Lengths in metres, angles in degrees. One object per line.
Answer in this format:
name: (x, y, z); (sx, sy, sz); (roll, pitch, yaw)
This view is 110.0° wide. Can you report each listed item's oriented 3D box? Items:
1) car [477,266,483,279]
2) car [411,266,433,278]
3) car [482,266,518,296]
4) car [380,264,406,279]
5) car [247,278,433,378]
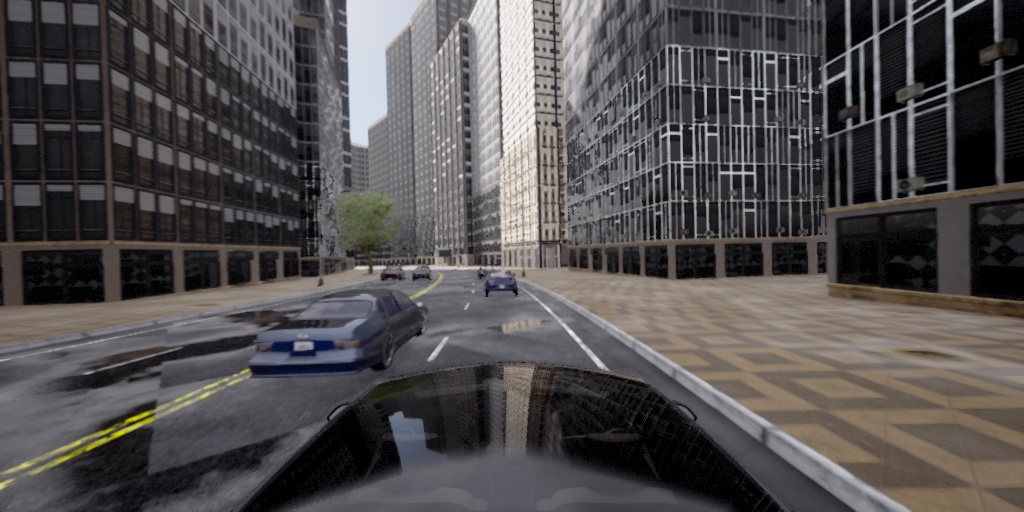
car: (-2.814, 1.747, 39.130); (1.895, 1.301, 4.718); (-2, 0, -9)
car: (-9.290, 1.815, 37.441); (1.837, 1.490, 4.892); (-1, -1, -9)
car: (-0.692, 1.461, 21.077); (1.812, 1.442, 4.674); (-1, 0, -4)
car: (-12.797, 1.770, 38.748); (2.097, 1.767, 4.553); (-2, 0, -9)
car: (-3.215, 1.433, 7.939); (2.033, 1.411, 5.357); (-1, -1, -1)
